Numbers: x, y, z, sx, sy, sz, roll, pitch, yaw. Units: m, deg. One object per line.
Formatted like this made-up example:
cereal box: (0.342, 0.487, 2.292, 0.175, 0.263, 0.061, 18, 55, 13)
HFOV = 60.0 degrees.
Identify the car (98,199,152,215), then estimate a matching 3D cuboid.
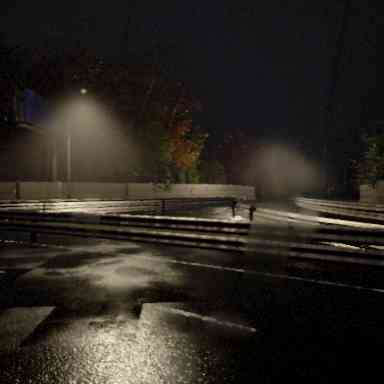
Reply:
car: (-6.405, 1.395, 32.161, 5.357, 1.411, 2.033, 0, 0, -35)
